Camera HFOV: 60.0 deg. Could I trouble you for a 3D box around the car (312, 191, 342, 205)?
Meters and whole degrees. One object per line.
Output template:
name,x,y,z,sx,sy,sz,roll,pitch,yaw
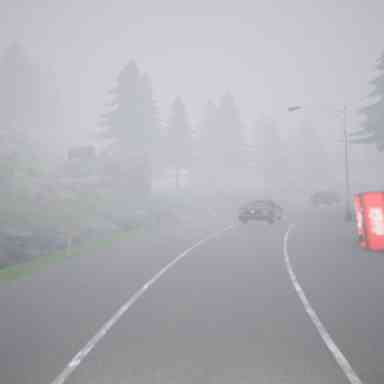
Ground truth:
car,14.828,0.638,36.524,2.128,1.511,4.902,-4,-2,43

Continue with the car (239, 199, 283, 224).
car,4.334,1.114,20.481,2.033,1.411,5.357,-2,0,23

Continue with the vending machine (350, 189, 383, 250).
vending machine,6.666,1.017,12.288,1.100,2.100,0.880,-7,-7,15
